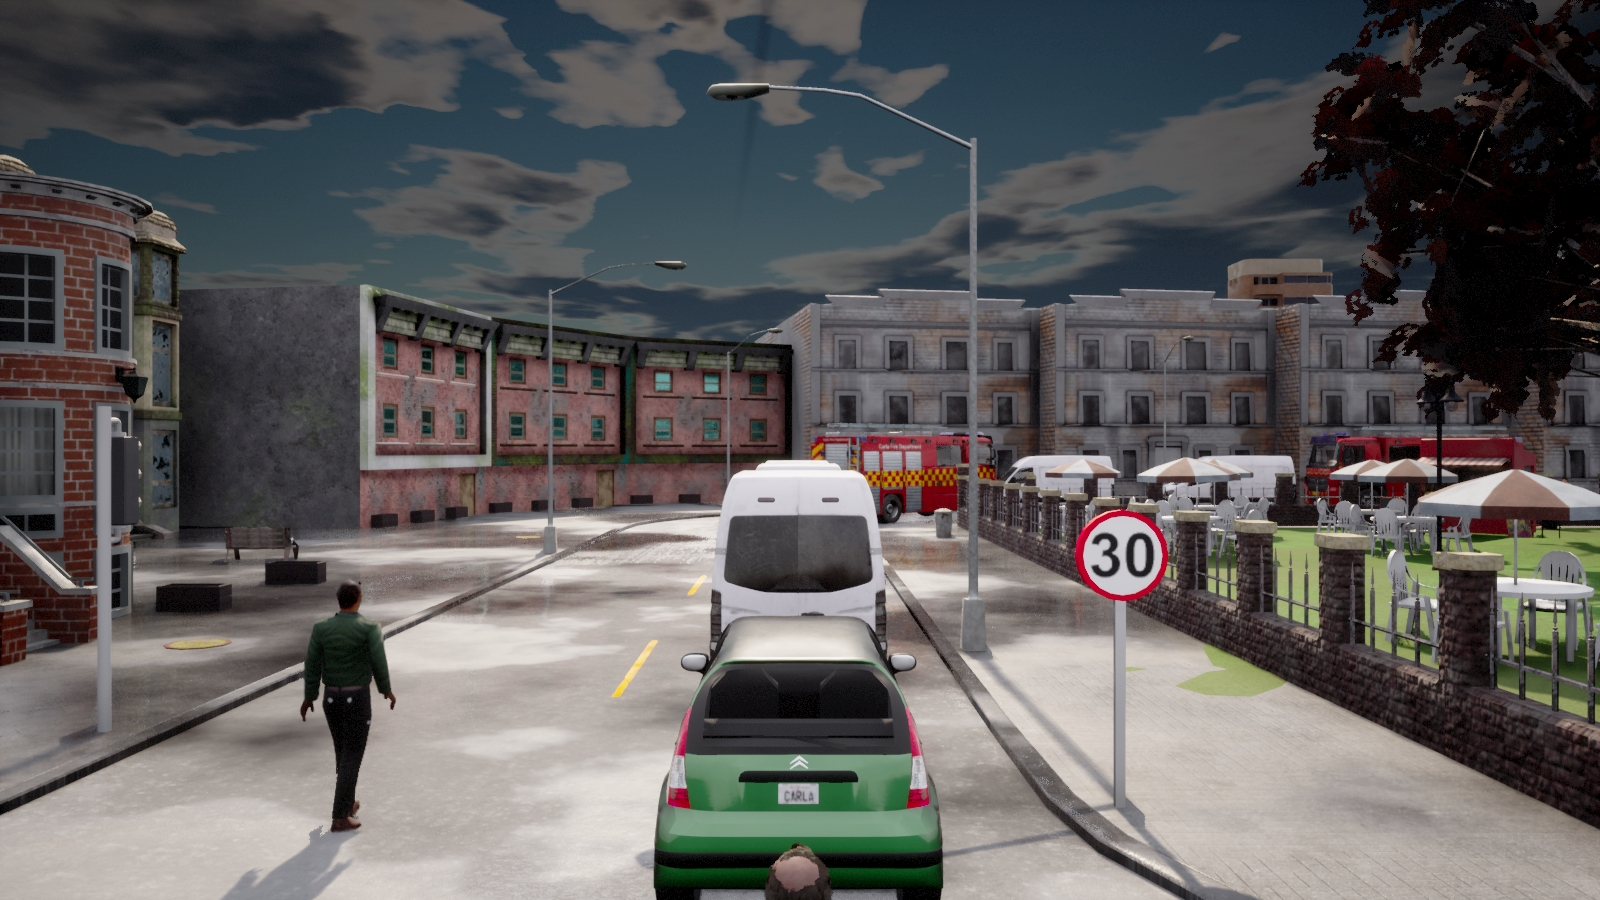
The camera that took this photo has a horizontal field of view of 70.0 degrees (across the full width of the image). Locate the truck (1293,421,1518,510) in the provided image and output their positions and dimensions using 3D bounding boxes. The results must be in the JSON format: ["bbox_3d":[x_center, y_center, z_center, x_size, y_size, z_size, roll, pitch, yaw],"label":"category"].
[{"bbox_3d":[26.739,0.670,50.713,8.468,3.827,2.891,0,0,0],"label":"truck"}]

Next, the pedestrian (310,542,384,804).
[{"bbox_3d":[-3.353,1.628,8.466,0.375,1.860,0.375,0,0,6],"label":"pedestrian"}]

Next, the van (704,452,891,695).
[{"bbox_3d":[-0.025,1.315,15.105,1.988,2.561,5.915,0,0,0],"label":"van"}]

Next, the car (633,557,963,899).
[{"bbox_3d":[-0.015,1.779,8.404,1.851,1.617,3.988,0,0,0],"label":"car"}]

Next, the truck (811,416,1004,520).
[{"bbox_3d":[4.502,0.672,46.247,8.468,3.827,2.891,0,0,-43],"label":"truck"}]

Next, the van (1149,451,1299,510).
[{"bbox_3d":[18.656,1.314,50.452,5.915,2.561,1.988,0,0,0],"label":"van"}]

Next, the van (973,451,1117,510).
[{"bbox_3d":[10.768,1.314,50.430,5.915,2.561,1.988,0,0,0],"label":"van"}]
